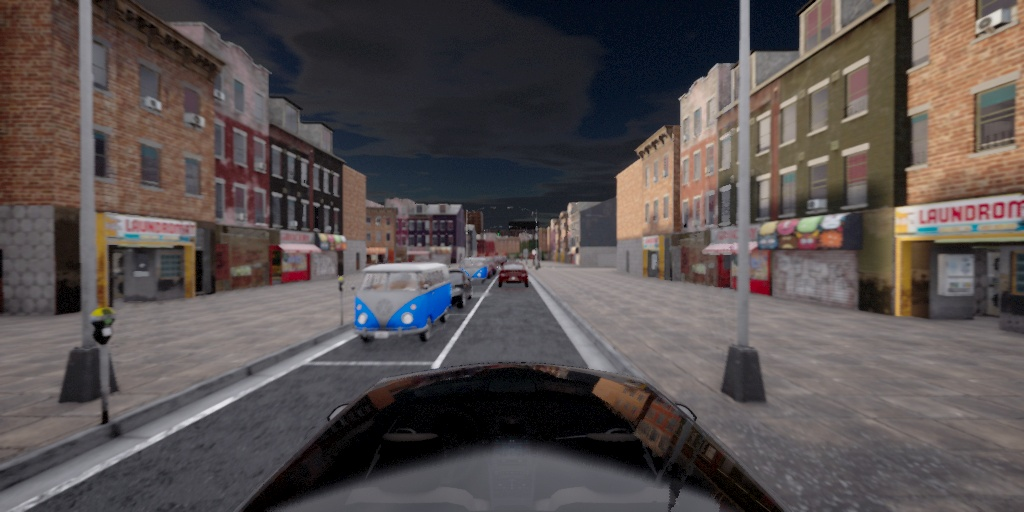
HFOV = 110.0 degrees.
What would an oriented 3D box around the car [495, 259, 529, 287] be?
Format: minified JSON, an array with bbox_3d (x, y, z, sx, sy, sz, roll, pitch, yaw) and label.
[{"bbox_3d":[0.094,1.150,23.858,1.882,1.535,5.008,0,0,0],"label":"car"}]

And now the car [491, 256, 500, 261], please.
[{"bbox_3d":[-2.637,0.948,36.528,2.192,1.841,5.009,0,0,0],"label":"car"}]

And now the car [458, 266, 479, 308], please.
[{"bbox_3d":[-2.637,1.269,14.793,1.948,1.339,4.313,0,0,0],"label":"car"}]

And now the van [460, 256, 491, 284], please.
[{"bbox_3d":[-2.637,1.007,25.660,1.690,1.789,3.998,0,0,0],"label":"van"}]

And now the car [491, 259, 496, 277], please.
[{"bbox_3d":[-2.637,1.194,31.094,1.888,1.381,4.507,0,0,0],"label":"car"}]

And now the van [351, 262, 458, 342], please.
[{"bbox_3d":[-2.637,1.063,9.359,1.690,1.789,3.998,0,0,0],"label":"van"}]
